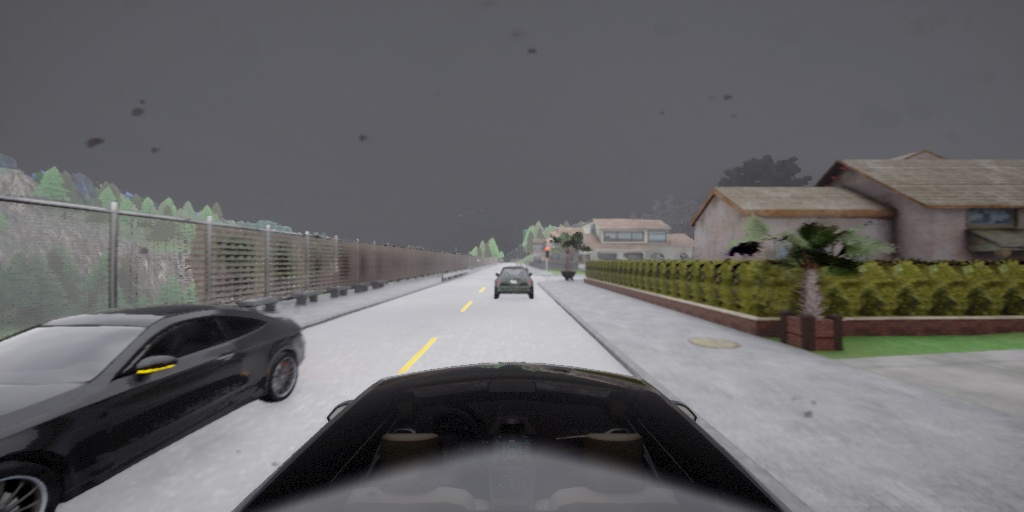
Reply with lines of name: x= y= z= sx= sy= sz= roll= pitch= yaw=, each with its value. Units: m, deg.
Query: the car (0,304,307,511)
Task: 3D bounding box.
car: x=-4.087 y=1.302 z=3.766 sx=1.812 sy=1.442 sz=4.674 roll=0 pitch=-1 yaw=0

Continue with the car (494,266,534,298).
car: x=0.098 y=1.343 z=20.275 sx=2.097 sy=1.767 sz=4.553 roll=0 pitch=0 yaw=0
